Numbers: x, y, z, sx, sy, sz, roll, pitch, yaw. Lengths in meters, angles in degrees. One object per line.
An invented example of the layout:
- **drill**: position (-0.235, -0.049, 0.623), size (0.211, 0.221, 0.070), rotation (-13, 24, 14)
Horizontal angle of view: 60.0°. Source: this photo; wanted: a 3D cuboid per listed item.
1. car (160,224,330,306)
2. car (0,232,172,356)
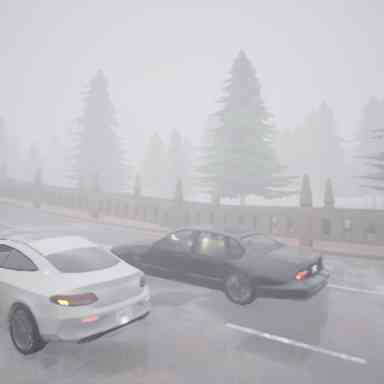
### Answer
- **car**: position (0.360, 1.509, 8.001), size (5.357, 1.411, 2.033), rotation (1, 1, 36)
- **car**: position (-2.808, 1.462, 5.964), size (4.674, 1.442, 1.812), rotation (2, 1, 36)
